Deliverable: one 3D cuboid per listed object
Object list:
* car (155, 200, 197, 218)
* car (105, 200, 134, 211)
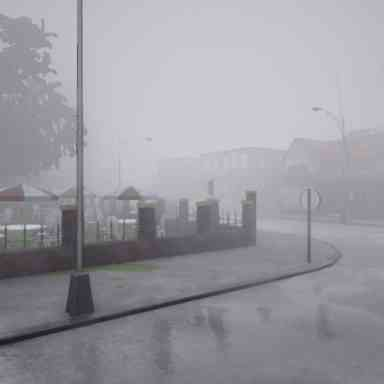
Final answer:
[{"bbox_3d":[-1.477,1.485,29.633,2.128,1.511,4.902,0,0,-36],"label":"car"},{"bbox_3d":[-8.792,1.541,39.876,2.033,1.411,5.357,0,0,-35],"label":"car"}]
